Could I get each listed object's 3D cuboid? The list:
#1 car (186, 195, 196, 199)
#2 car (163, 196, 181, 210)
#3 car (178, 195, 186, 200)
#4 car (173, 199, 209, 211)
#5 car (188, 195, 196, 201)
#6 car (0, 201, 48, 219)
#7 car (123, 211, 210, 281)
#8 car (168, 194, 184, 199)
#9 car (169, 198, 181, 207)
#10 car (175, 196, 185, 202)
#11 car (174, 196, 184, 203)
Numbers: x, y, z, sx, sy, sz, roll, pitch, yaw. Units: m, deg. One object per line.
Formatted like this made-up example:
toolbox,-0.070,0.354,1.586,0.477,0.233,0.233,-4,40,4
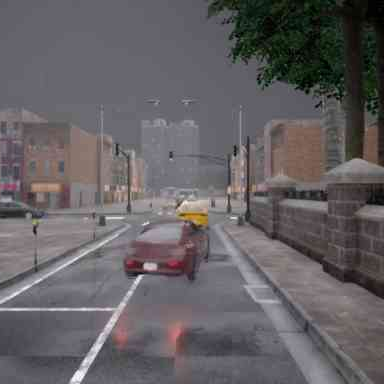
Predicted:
car,-0.069,1.586,73.072,1.895,1.301,4.718,0,0,0
car,-2.679,1.518,41.901,1.752,1.417,4.829,0,0,0
car,-2.725,1.553,91.140,2.008,1.369,4.403,0,0,0
car,0.058,1.472,21.135,1.882,1.535,5.008,0,0,0
car,-0.078,1.403,83.048,1.994,1.385,4.181,0,0,0
car,-14.466,1.516,27.363,4.892,1.490,1.837,0,0,0
car,-0.568,1.522,9.828,1.812,1.442,4.674,0,0,9
car,-2.685,1.308,47.523,2.192,1.841,5.009,0,0,0
car,-2.689,1.576,52.975,1.802,1.307,4.206,0,0,0
car,-2.710,1.549,74.783,2.008,1.369,4.403,0,0,0
car,-2.705,1.563,69.331,1.947,1.339,4.313,0,0,0
